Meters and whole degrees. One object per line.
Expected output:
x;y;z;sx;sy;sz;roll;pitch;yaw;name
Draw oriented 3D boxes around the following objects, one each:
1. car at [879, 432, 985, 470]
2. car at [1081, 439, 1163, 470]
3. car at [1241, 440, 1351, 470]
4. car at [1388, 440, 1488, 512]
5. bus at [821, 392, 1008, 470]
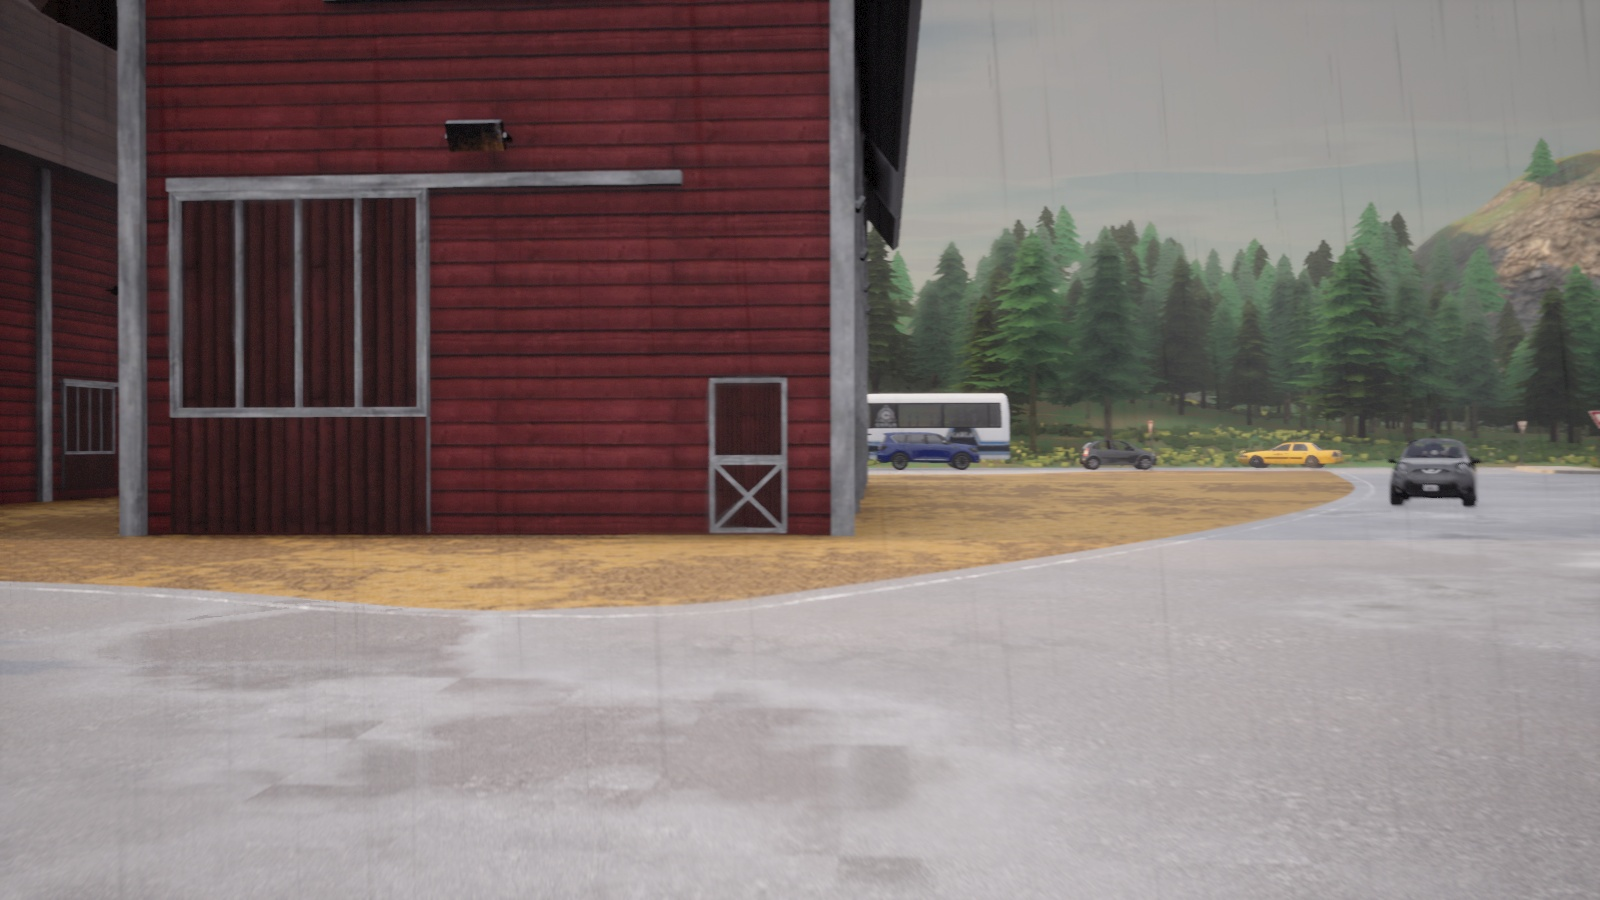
7.061;0.055;67.689;5.566;2.045;2.150;0;0;4;car
17.137;0.232;66.928;3.988;1.617;1.851;0;0;4;car
27.278;0.259;69.091;5.366;1.575;1.801;0;1;33;car
14.379;0.529;28.204;1.845;1.501;3.633;0;0;29;car
6.460;-1.054;71.241;10.273;4.253;3.944;0;0;4;bus
